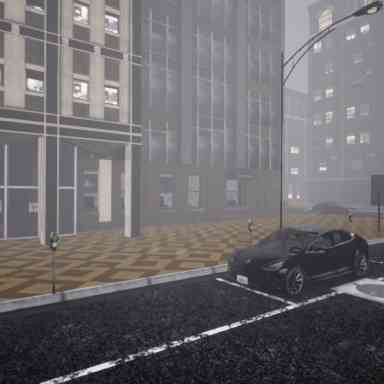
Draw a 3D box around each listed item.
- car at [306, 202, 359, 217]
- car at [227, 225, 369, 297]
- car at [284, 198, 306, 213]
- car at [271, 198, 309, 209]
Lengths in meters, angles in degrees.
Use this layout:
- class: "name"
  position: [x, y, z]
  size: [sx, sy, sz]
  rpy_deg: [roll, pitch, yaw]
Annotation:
- class: "car"
  position: [12.956, 1.533, 30.287]
  size: [1.802, 1.307, 4.206]
  rpy_deg: [0, 0, -36]
- class: "car"
  position: [2.888, 1.567, 8.621]
  size: [4.313, 1.339, 1.947]
  rpy_deg: [0, 0, -36]
- class: "car"
  position: [9.754, 1.466, 34.749]
  size: [1.752, 1.417, 4.829]
  rpy_deg: [0, 0, -36]
- class: "car"
  position: [13.059, 1.498, 44.513]
  size: [1.752, 1.417, 4.829]
  rpy_deg: [0, 0, -36]
